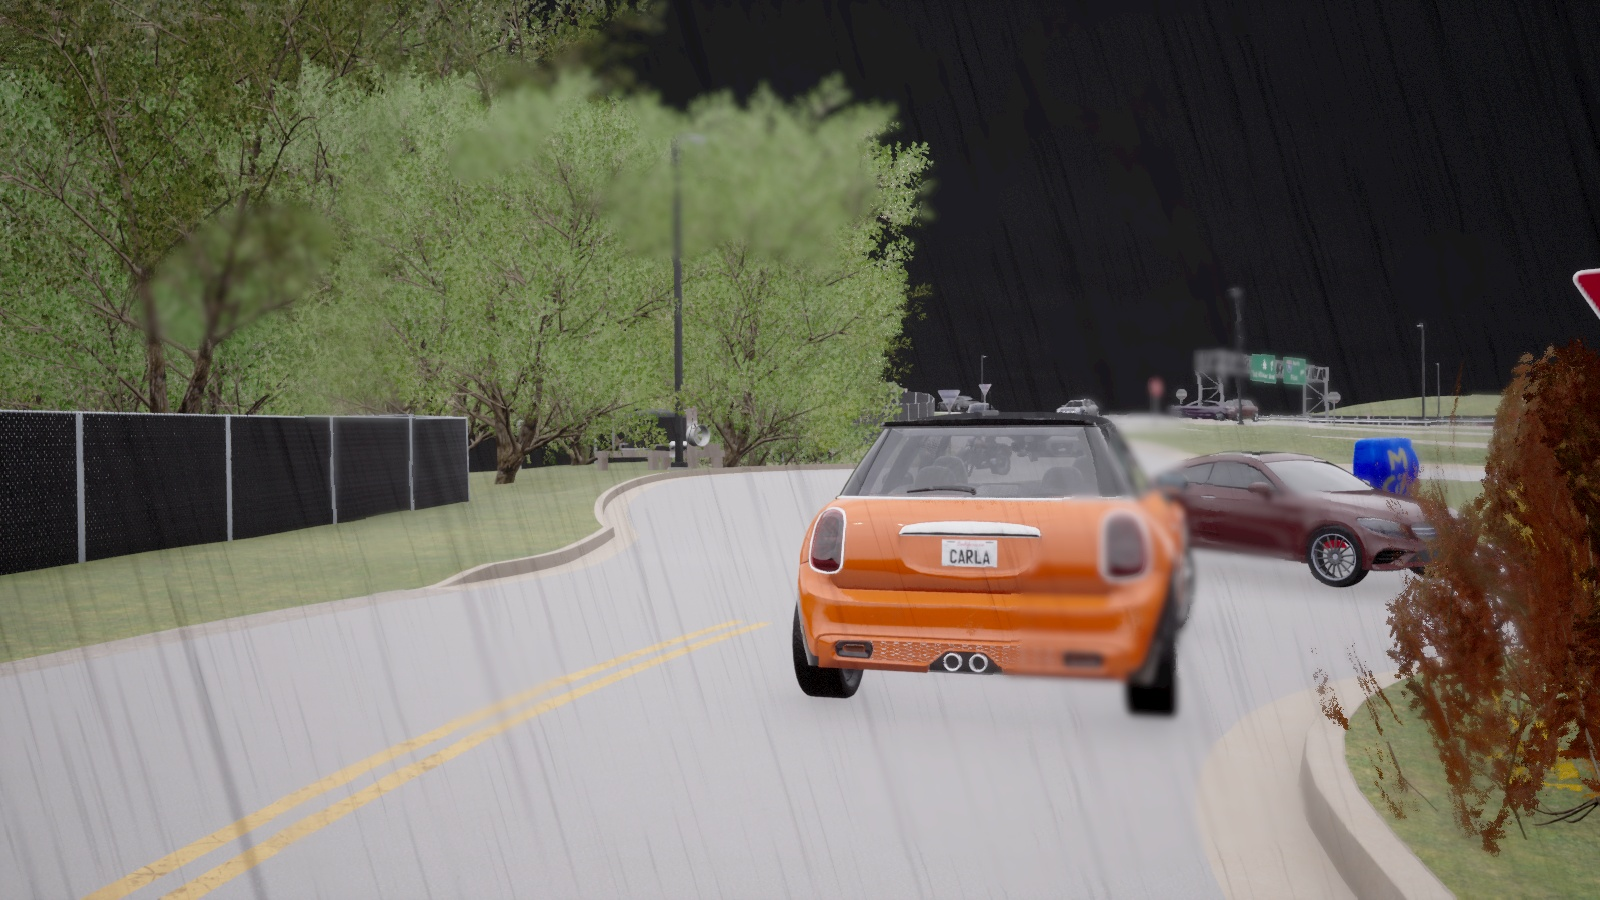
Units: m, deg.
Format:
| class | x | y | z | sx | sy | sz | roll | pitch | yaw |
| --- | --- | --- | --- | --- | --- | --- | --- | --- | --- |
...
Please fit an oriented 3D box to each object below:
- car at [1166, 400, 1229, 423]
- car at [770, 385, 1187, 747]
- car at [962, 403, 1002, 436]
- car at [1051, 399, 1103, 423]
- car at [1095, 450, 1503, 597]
| class | x | y | z | sx | sy | sz | roll | pitch | yaw |
| --- | --- | --- | --- | --- | --- | --- | --- | --- | --- |
| car | 28.988 | -2.846 | 91.660 | 4.193 | 1.474 | 1.816 | 3 | 2 | 13 |
| car | 1.532 | 0.548 | 8.610 | 2.097 | 1.767 | 4.553 | 0 | 0 | 18 |
| car | 9.140 | -1.560 | 63.268 | 1.845 | 1.501 | 3.633 | 0 | 4 | 7 |
| car | 18.458 | -2.584 | 83.561 | 1.970 | 1.475 | 3.806 | 0 | 2 | 35 |
| car | 5.969 | 0.773 | 15.704 | 1.812 | 1.442 | 4.674 | -1 | 2 | -28 |
